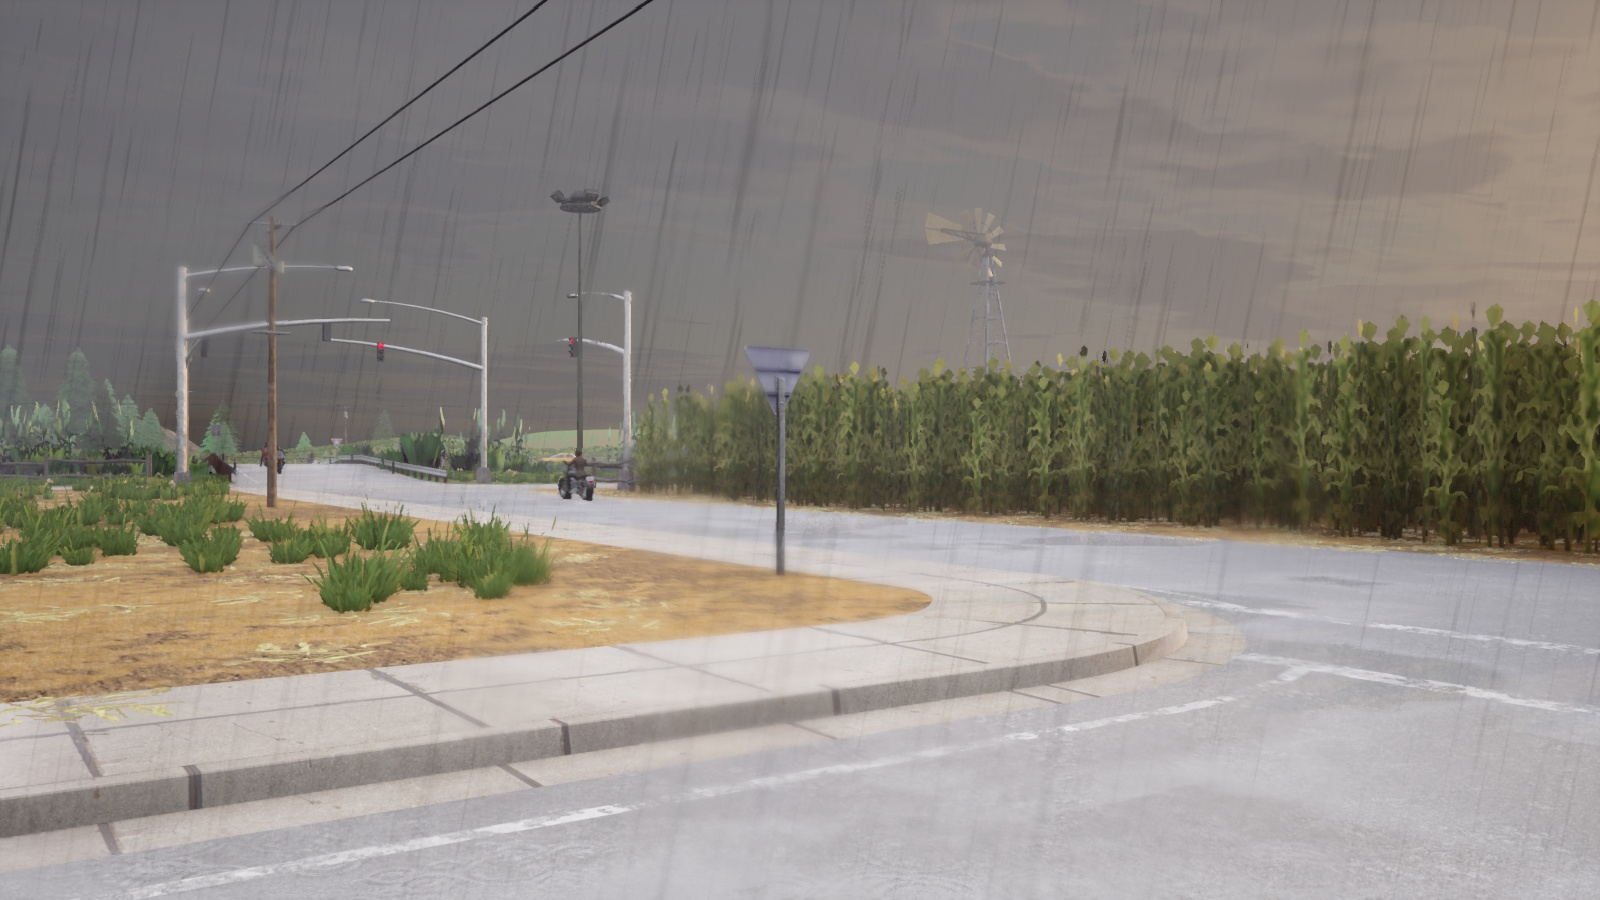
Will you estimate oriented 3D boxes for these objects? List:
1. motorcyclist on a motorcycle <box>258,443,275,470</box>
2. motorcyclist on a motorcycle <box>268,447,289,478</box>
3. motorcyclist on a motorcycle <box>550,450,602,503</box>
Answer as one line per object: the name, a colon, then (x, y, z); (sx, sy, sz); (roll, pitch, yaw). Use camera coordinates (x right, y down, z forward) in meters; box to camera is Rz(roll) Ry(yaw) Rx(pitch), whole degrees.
motorcyclist on a motorcycle: (-31.882, 0.371, 75.027); (0.797, 1.523, 2.044); (0, 1, -27)
motorcyclist on a motorcycle: (-28.523, 0.664, 68.635); (0.866, 1.530, 2.191); (0, 3, -28)
motorcyclist on a motorcycle: (-7.149, 0.835, 40.012); (0.766, 1.649, 2.350); (0, 0, -34)
